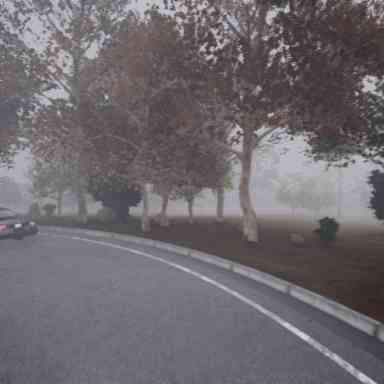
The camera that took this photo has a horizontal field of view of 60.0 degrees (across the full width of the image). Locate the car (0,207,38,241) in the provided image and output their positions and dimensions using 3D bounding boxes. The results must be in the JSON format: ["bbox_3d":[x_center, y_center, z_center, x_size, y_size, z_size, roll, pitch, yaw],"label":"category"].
[{"bbox_3d":[-8.665,1.294,13.488,5.357,1.411,2.033,0,2,28],"label":"car"}]
